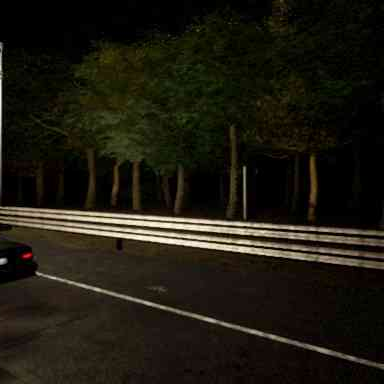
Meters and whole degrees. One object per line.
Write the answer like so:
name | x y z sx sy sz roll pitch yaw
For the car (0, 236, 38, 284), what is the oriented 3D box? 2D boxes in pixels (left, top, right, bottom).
car | -6.196 1.502 8.188 5.357 1.411 2.033 0 0 29
